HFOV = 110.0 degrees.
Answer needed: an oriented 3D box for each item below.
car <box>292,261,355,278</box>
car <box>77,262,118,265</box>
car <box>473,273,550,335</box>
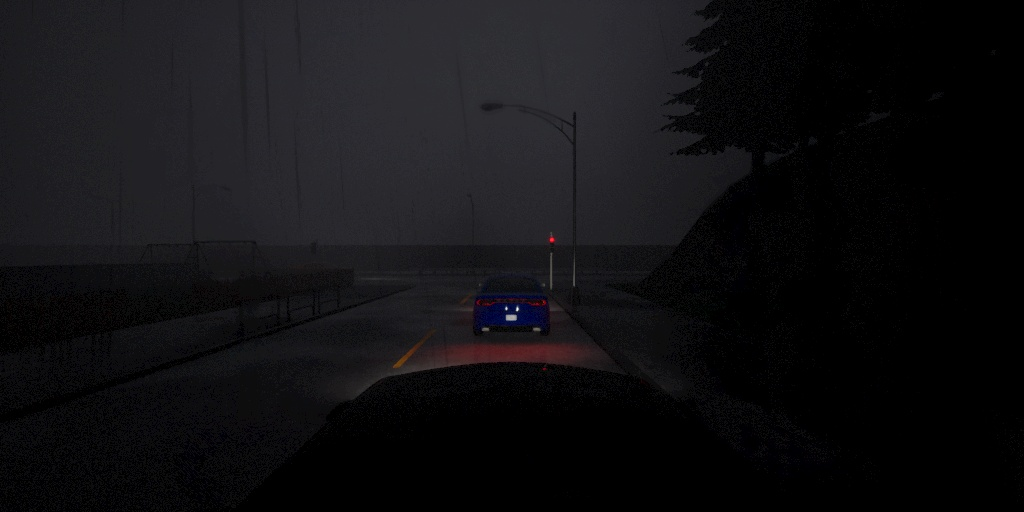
[{"bbox_3d":[-16.072,1.228,30.589,5.008,1.535,1.882,0,0,0],"label":"car"},{"bbox_3d":[-34.720,1.254,30.521,4.892,1.490,1.837,0,0,0],"label":"car"},{"bbox_3d":[-0.004,1.228,10.492,1.882,1.535,5.008,0,0,0],"label":"car"}]
